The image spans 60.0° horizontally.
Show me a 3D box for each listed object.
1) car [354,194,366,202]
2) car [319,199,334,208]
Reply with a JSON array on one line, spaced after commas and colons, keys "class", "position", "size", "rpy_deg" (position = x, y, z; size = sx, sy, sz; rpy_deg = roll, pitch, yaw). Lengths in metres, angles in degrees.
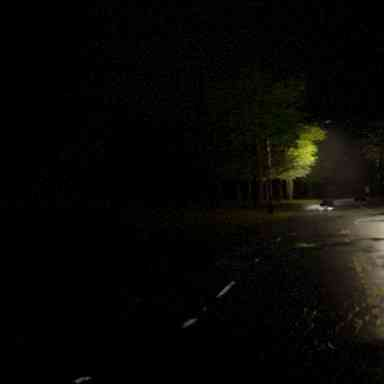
[{"class": "car", "position": [35.328, 1.256, 70.045], "size": [2.128, 1.511, 4.902], "rpy_deg": [-4, -1, 22]}, {"class": "car", "position": [21.592, 1.764, 53.158], "size": [2.033, 1.411, 5.357], "rpy_deg": [-4, -1, 28]}]
